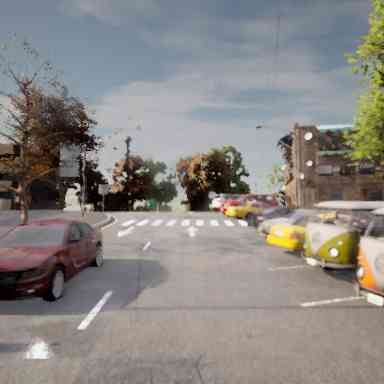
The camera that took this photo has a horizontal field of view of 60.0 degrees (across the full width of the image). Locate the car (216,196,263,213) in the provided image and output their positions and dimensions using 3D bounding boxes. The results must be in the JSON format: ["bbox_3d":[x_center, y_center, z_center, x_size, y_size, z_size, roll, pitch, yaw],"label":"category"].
[{"bbox_3d":[5.232,1.368,36.619,4.553,1.767,2.185,2,-3,-21],"label":"car"}]

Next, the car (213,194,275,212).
[{"bbox_3d":[5.260,1.210,30.544,5.566,2.045,2.435,1,0,-21],"label":"car"}]

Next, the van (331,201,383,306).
[{"bbox_3d":[5.172,1.254,6.327,4.442,1.987,1.878,1,0,-20],"label":"van"}]

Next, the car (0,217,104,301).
[{"bbox_3d":[-3.708,1.471,8.534,1.882,1.535,5.008,0,0,0],"label":"car"}]

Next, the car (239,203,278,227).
[{"bbox_3d":[5.319,1.511,18.475,4.674,1.452,2.002,1,0,-20],"label":"car"}]

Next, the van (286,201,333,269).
[{"bbox_3d":[5.184,1.251,9.355,4.442,1.987,1.878,1,0,-20],"label":"van"}]

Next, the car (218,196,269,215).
[{"bbox_3d":[5.220,1.333,33.595,4.553,1.767,2.185,1,-1,-21],"label":"car"}]

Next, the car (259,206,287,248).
[{"bbox_3d":[5.480,1.475,12.486,5.366,1.575,1.946,1,0,-20],"label":"car"}]

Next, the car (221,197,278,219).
[{"bbox_3d":[5.477,1.463,27.596,5.366,1.575,1.946,1,0,-20],"label":"car"}]

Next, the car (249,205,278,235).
[{"bbox_3d":[5.323,1.514,15.447,4.674,1.452,2.002,1,0,-20],"label":"car"}]
